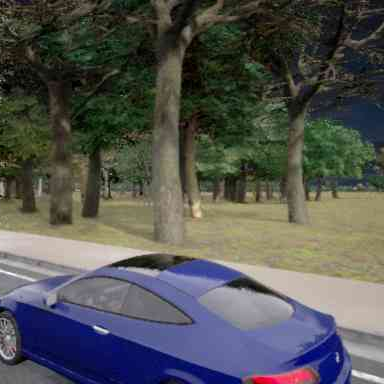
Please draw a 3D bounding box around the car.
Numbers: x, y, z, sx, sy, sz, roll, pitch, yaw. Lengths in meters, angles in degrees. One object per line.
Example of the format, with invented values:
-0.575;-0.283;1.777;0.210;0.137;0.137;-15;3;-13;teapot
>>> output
-0.617;1.519;4.123;4.674;1.442;1.812;0;0;35;car
